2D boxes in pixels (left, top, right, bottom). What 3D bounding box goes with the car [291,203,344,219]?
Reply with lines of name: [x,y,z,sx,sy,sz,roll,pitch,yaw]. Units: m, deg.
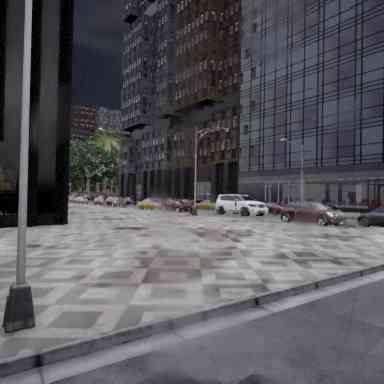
car: [11.692,1.721,31.222,1.947,1.339,4.313,2,-1,-36]

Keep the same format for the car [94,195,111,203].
car: [-20.354,1.514,75.487,2.097,1.767,4.553,2,-1,-36]

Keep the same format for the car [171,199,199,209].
car: [-1.057,1.719,49.086,2.008,1.369,4.403,2,-1,-36]

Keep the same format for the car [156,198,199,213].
car: [-1.622,1.482,35.207,1.887,1.381,4.507,2,-1,-36]

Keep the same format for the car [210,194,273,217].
car: [4.507,1.228,31.217,2.150,2.045,5.566,2,-2,-35]

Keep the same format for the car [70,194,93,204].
car: [-20.650,1.473,61.870,1.752,1.417,4.829,2,-1,-36]

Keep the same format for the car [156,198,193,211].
car: [-2.220,1.503,40.648,2.128,1.511,4.902,2,-1,-35]

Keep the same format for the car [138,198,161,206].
car: [-7.432,1.722,58.019,2.008,1.369,4.403,2,-1,-36]

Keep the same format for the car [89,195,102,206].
car: [-14.375,1.530,53.074,1.802,1.307,4.206,2,-1,-36]

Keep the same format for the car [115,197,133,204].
car: [-13.807,1.737,66.951,1.947,1.339,4.313,2,-1,-36]

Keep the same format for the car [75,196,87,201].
car: [-29.842,1.695,89.420,1.752,1.417,4.829,2,-1,-36]

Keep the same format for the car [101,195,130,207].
car: [-11.184,1.387,48.609,1.967,1.590,4.097,2,-1,-36]

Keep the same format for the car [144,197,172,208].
car: [-5.223,1.590,50.243,2.128,1.511,4.902,2,-1,-35]

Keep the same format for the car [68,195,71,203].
car: [-23.935,1.387,66.477,1.967,1.590,4.097,2,-1,-36]

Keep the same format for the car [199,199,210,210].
car: [2.032,1.690,44.759,1.752,1.417,4.829,2,-1,-36]

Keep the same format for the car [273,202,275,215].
car: [8.504,1.740,35.687,1.802,1.307,4.206,2,-1,-36]

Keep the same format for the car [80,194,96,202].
car: [-26.551,1.485,84.818,2.192,1.841,5.009,2,-1,-36]

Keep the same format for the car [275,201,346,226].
car: [7.926,1.368,21.834,1.967,1.590,4.097,2,-1,-37]

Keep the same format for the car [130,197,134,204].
car: [-11.301,1.625,58.687,1.812,1.442,4.674,2,-1,-36]

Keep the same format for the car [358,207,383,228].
car: [12.016,1.545,19.529,1.994,1.385,4.181,2,-1,-27]

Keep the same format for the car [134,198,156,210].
car: [-4.711,1.466,39.535,1.752,1.417,4.829,2,-1,-36]
